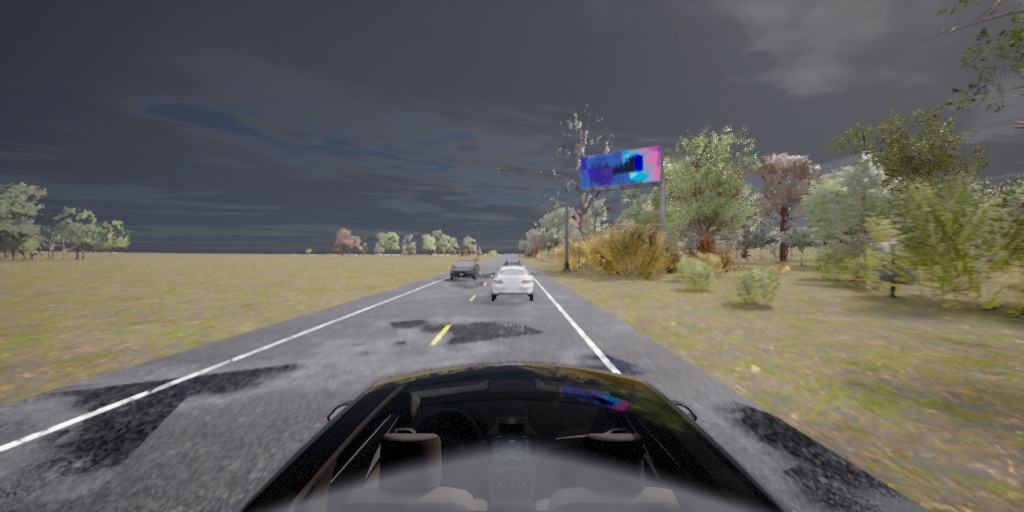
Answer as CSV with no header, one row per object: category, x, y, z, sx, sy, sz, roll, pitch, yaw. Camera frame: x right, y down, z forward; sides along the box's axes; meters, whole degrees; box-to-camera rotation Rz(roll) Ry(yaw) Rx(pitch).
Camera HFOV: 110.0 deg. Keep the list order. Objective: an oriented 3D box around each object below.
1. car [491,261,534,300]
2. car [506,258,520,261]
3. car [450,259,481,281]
car,0.033,1.155,16.715,1.812,1.442,4.674,0,1,1
car,0.080,0.969,35.550,2.128,1.511,4.902,0,0,0
car,-3.532,1.020,27.654,1.882,1.535,5.008,0,0,0
